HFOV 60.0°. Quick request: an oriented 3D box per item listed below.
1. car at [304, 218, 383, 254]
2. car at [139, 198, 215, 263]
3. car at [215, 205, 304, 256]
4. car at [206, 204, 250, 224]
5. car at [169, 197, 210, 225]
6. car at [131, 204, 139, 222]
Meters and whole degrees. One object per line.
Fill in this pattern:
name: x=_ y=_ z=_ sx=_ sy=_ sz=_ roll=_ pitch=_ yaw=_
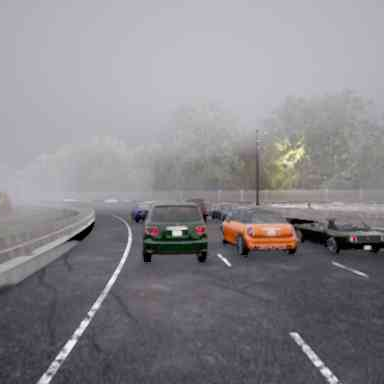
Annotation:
car: x=6.081 y=1.751 z=14.256 sx=1.895 sy=1.301 sz=4.718 roll=0 pitch=-1 yaw=-8
car: x=-0.781 y=1.360 z=12.797 sx=2.150 sy=2.045 sz=5.566 roll=0 pitch=0 yaw=-7
car: x=2.577 y=1.499 z=14.027 sx=2.097 sy=1.767 sz=4.553 roll=0 pitch=-1 yaw=-8
car: x=3.036 y=1.857 z=29.465 sx=2.033 sy=1.411 sz=5.357 roll=0 pitch=-1 yaw=-15
car: x=-0.358 y=1.525 z=28.612 sx=2.150 sy=2.045 sz=5.566 roll=0 pitch=0 yaw=-15
car: x=-4.211 y=1.785 z=29.336 sx=1.882 sy=1.535 sz=5.008 roll=0 pitch=0 yaw=-16
